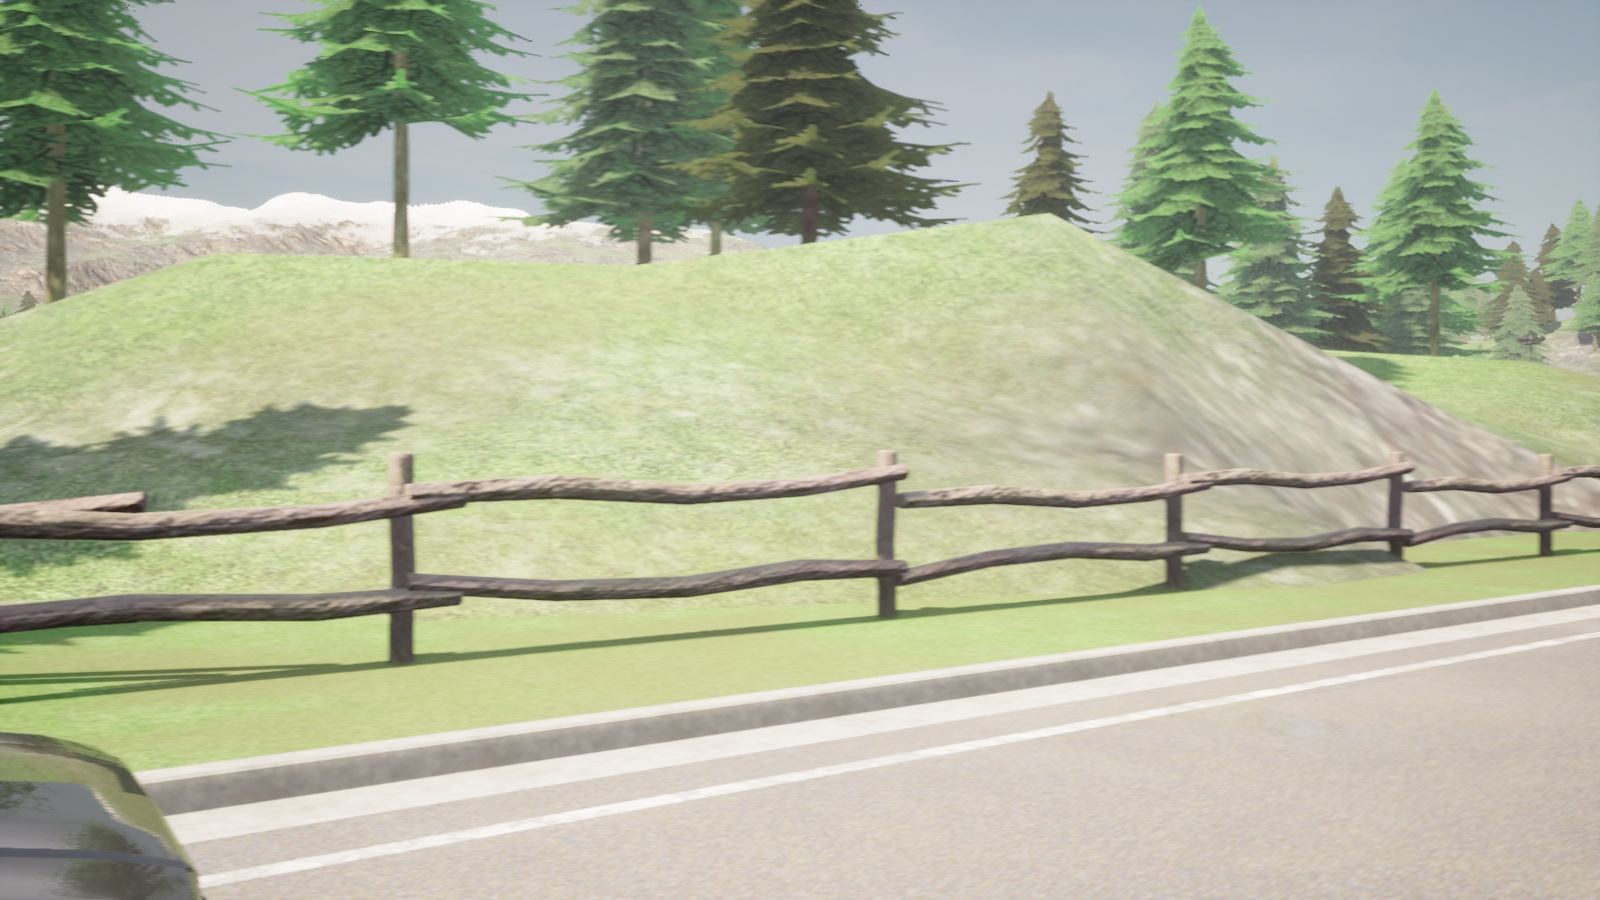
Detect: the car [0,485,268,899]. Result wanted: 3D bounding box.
[{"bbox_3d":[-3.571,0.804,1.173,5.357,1.411,2.033,0,0,-35],"label":"car"}]
